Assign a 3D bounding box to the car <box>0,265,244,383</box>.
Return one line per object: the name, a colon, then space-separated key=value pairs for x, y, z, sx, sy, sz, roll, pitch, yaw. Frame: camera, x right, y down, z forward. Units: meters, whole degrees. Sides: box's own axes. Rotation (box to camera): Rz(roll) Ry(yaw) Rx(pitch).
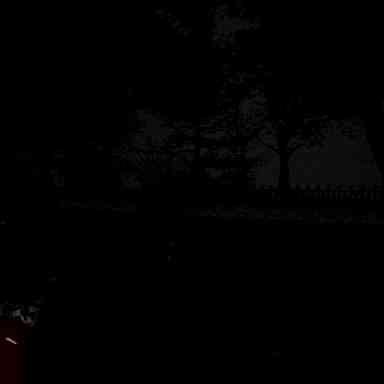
car: x=-1.446 y=1.557 z=3.922 sx=4.206 sy=1.307 sz=1.802 roll=1 pitch=0 yaw=35
